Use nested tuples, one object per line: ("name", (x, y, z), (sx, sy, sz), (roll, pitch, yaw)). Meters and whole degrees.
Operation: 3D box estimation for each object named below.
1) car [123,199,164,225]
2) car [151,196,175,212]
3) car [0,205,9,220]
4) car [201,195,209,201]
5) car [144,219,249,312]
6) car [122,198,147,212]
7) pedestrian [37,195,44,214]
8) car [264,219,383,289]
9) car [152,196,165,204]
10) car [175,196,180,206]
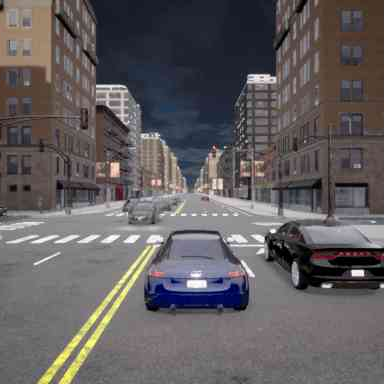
("car", (-3.372, 1.509, 23.989), (1.837, 1.490, 4.892), (0, 0, 0))
("car", (-3.383, 1.503, 39.355), (1.837, 1.490, 4.892), (0, 0, 0))
("car", (-16.810, 1.497, 25.566), (4.902, 1.511, 2.128), (0, 0, 0))
("car", (3.180, 1.464, 80.583), (1.882, 1.535, 5.008), (0, 0, 0))
("car", (0.081, 1.564, 7.781), (1.994, 1.385, 4.181), (0, 0, 0))
("car", (-6.632, 1.504, 37.750), (1.837, 1.490, 4.892), (0, 0, 0))
("pedestrian", (-14.169, 1.170, 31.092), (0.375, 1.860, 0.375), (0, 0, 0))
("car", (3.330, 1.478, 9.159), (1.882, 1.535, 5.008), (0, 0, 0))
("car", (-6.591, 1.482, 66.259), (2.128, 1.511, 4.902), (0, 0, 0))
("car", (-3.387, 1.559, 53.491), (1.994, 1.385, 4.181), (0, 0, 0))
